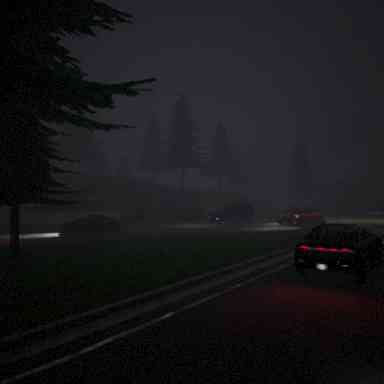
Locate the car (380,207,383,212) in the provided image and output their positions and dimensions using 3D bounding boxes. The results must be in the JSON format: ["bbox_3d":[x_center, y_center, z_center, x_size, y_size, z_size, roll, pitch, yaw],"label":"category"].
[{"bbox_3d":[35.882,2.976,60.209,4.718,1.301,1.895,1,-2,-40],"label":"car"}]

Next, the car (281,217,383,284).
[{"bbox_3d":[4.810,1.756,10.550,2.128,1.511,4.902,-2,-2,37],"label":"car"}]

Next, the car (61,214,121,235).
[{"bbox_3d":[-7.417,2.344,24.504,4.181,1.385,1.994,0,-2,-24],"label":"car"}]

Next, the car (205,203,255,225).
[{"bbox_3d":[3.970,2.162,33.929,5.566,2.045,2.150,1,-2,-35],"label":"car"}]

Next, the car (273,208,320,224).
[{"bbox_3d":[10.979,2.447,34.803,5.357,1.411,2.033,1,-2,-39],"label":"car"}]

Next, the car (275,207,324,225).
[{"bbox_3d":[9.697,2.111,29.486,4.553,1.767,2.097,1,-2,-36],"label":"car"}]
